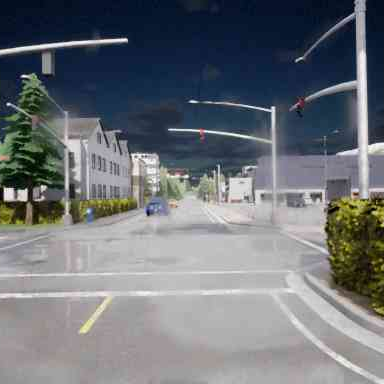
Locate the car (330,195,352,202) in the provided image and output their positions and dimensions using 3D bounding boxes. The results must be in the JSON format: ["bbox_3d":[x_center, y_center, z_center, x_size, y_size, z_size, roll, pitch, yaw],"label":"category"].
[{"bbox_3d":[25.474,1.398,56.573,2.152,1.636,5.027,-1,-1,0],"label":"car"}]

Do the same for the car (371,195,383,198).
[{"bbox_3d":[19.112,1.183,31.306,1.905,1.878,3.866,-1,-1,0],"label":"car"}]

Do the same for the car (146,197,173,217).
[{"bbox_3d":[-3.611,1.530,35.844,2.150,2.045,5.566,-1,0,0],"label":"car"}]

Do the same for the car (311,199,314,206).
[{"bbox_3d":[19.059,1.573,56.231,1.970,1.475,3.806,-1,-1,0],"label":"car"}]

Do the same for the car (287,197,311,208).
[{"bbox_3d":[15.416,1.629,49.172,2.007,1.523,4.514,-1,-1,0],"label":"car"}]

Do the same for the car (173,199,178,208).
[{"bbox_3d":[-3.530,1.994,58.109,1.882,1.535,5.008,-1,-1,1],"label":"car"}]
